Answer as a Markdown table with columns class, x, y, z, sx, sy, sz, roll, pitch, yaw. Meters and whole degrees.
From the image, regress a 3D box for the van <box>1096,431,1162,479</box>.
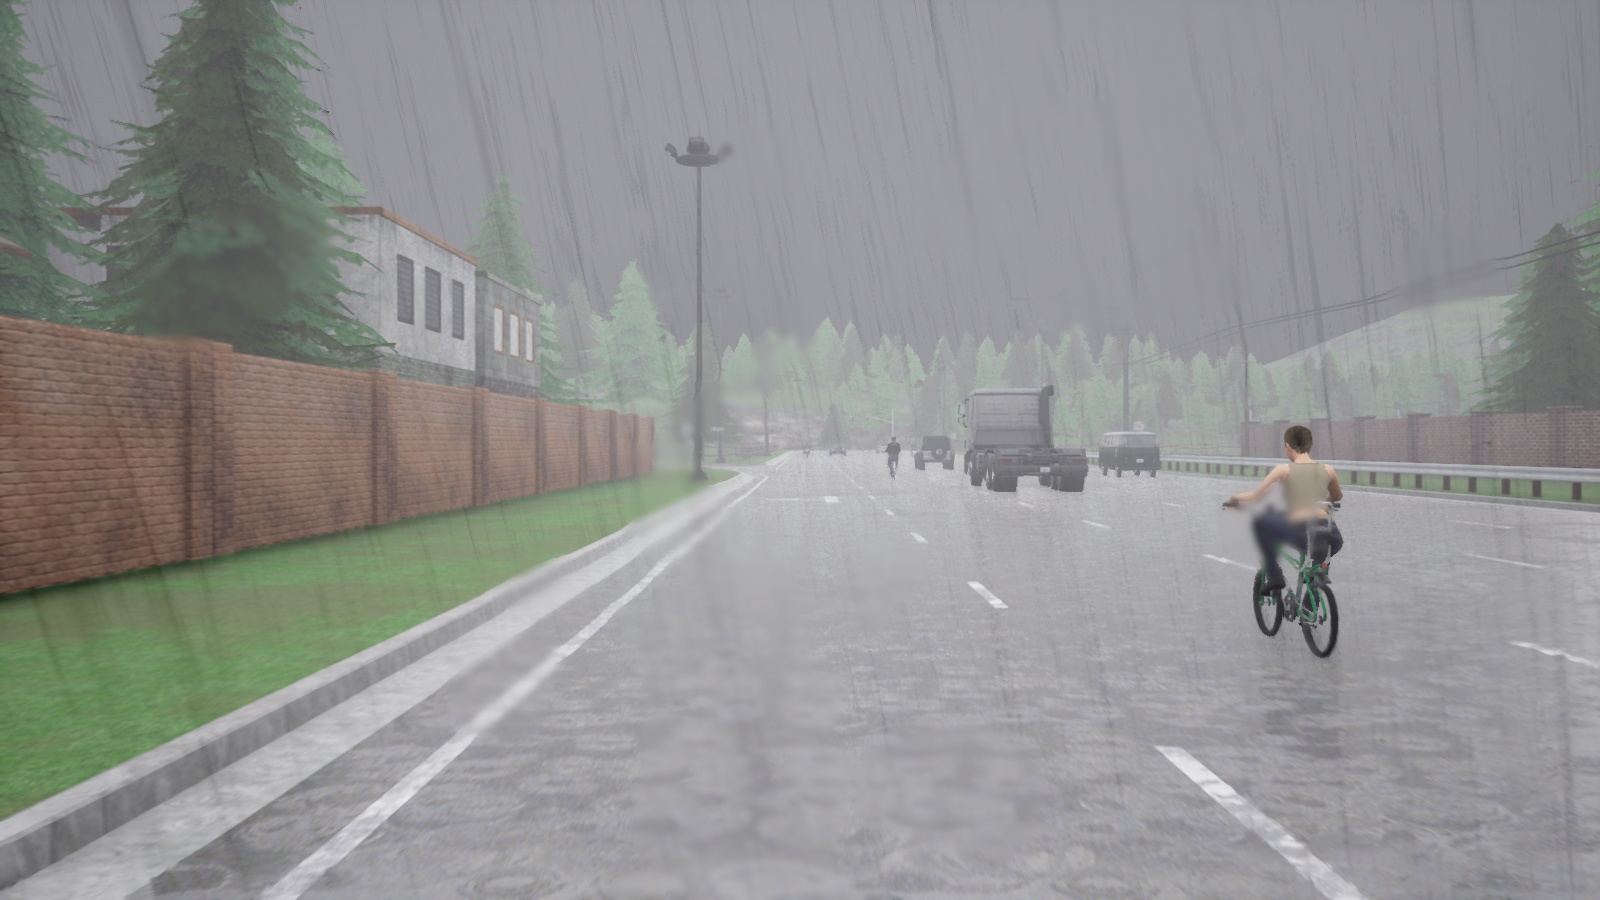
| class | x | y | z | sx | sy | sz | roll | pitch | yaw |
| --- | --- | --- | --- | --- | --- | --- | --- | --- | --- |
| van | 14.327 | 0.201 | 54.911 | 1.775 | 1.987 | 4.442 | 0 | 0 | 0 |

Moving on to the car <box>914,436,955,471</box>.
| class | x | y | z | sx | sy | sz | roll | pitch | yaw |
| --- | --- | --- | --- | --- | --- | --- | --- | --- | --- |
| car | 7.409 | 0.157 | 69.448 | 1.905 | 1.878 | 3.866 | 0 | 0 | 0 |

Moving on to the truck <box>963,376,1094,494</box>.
| class | x | y | z | sx | sy | sz | roll | pitch | yaw |
| --- | --- | --- | --- | --- | --- | --- | --- | --- | --- |
| truck | 7.249 | -0.461 | 40.995 | 2.891 | 3.462 | 7.936 | 0 | 0 | 0 |

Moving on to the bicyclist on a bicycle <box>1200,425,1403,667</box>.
| class | x | y | z | sx | sy | sz | roll | pitch | yaw |
| --- | --- | --- | --- | --- | --- | --- | --- | --- | --- |
| bicyclist on a bicycle | 3.572 | 0.635 | 9.098 | 0.866 | 1.612 | 1.509 | 0 | 0 | 0 |
